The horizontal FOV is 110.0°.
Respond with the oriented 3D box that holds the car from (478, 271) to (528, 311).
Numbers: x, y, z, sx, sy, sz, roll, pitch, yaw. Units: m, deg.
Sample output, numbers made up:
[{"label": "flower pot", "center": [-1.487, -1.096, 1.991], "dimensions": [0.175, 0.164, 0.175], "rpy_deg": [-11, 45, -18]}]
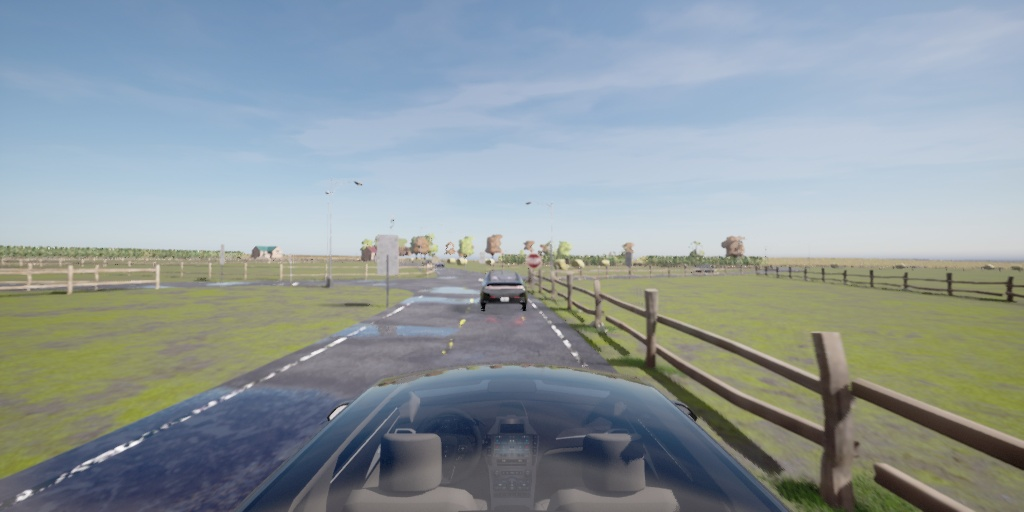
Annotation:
[{"label": "car", "center": [-0.429, 1.384, 15.440], "dimensions": [2.128, 1.511, 4.902], "rpy_deg": [0, 0, -4]}]
